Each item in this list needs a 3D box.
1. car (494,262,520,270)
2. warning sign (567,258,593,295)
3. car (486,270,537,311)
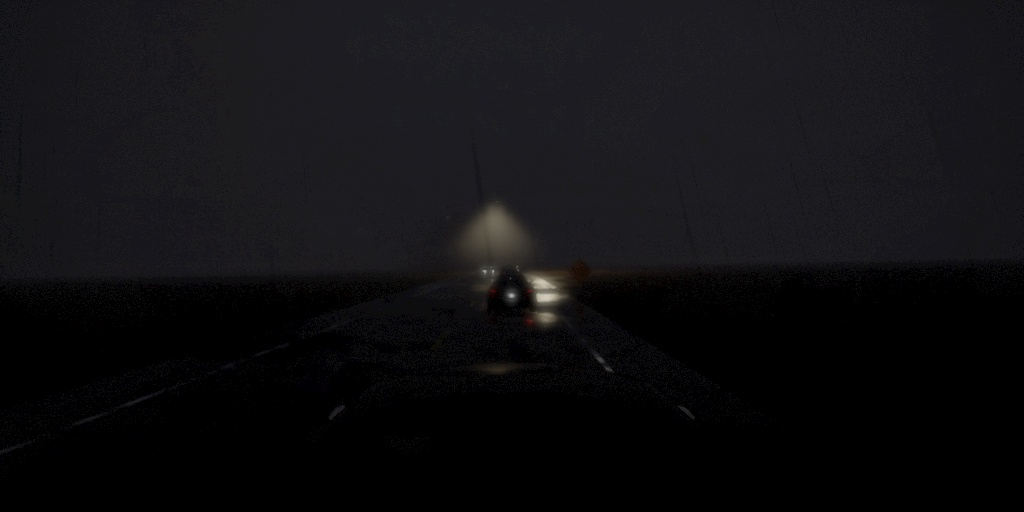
[{"bbox_3d":[-0.116,1.547,30.389,2.128,1.511,4.902,0,0,0],"label":"car"},{"bbox_3d":[3.509,1.041,18.483,1.300,1.860,1.060,0,0,0],"label":"warning sign"},{"bbox_3d":[-0.011,1.456,15.211,1.994,1.385,4.181,0,-1,0],"label":"car"}]
